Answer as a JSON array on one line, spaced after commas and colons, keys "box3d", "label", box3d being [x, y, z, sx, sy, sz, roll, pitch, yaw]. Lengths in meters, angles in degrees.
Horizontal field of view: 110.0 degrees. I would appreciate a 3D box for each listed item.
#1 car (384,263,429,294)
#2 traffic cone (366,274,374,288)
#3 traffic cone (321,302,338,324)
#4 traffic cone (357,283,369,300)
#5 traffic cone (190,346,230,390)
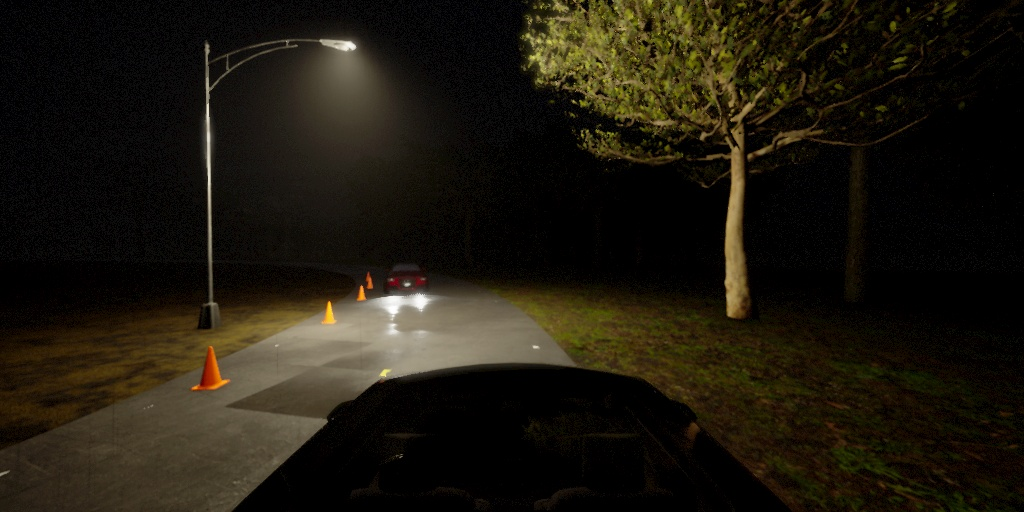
[{"box3d": [-5.316, 1.056, 17.948, 1.994, 1.385, 4.181, 0, 1, -19], "label": "car"}, {"box3d": [-7.656, 1.427, 19.348, 0.340, 0.580, 0.340, 0, 0, -20], "label": "traffic cone"}, {"box3d": [-5.158, 1.583, 10.131, 0.340, 0.580, 0.340, 0, 0, -10], "label": "traffic cone"}, {"box3d": [-6.203, 1.504, 14.794, 0.340, 0.580, 0.340, 0, 0, -15], "label": "traffic cone"}, {"box3d": [-4.528, 1.657, 5.393, 0.340, 0.580, 0.340, 0, 0, -5], "label": "traffic cone"}]
